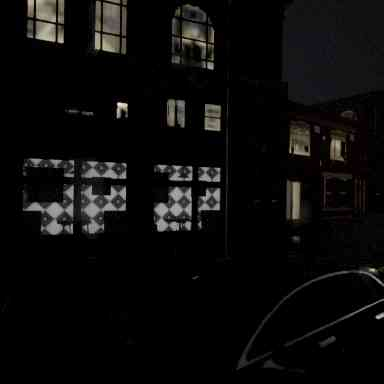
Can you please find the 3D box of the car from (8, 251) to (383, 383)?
[{"bbox_3d":[0.707,1.506,3.611,4.892,1.490,1.837,0,0,-36],"label":"car"}]
